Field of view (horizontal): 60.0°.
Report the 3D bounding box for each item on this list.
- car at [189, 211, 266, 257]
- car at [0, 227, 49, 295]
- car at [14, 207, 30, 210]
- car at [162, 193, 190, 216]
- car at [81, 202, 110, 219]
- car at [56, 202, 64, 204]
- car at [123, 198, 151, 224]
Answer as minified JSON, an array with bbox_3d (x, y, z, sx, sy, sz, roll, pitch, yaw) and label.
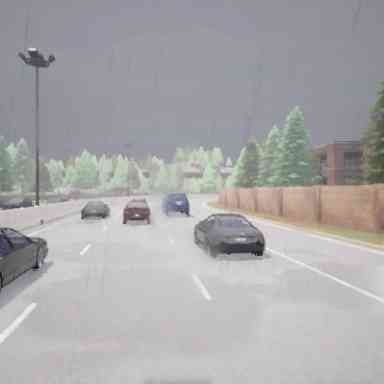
[{"bbox_3d":[1.295,1.534,12.925,1.994,1.385,4.181,0,0,-9],"label":"car"},{"bbox_3d":[-4.998,1.534,7.829,2.033,1.411,5.357,0,0,-9],"label":"car"},{"bbox_3d":[-20.400,1.409,39.092,1.882,1.535,5.008,0,0,-6],"label":"car"},{"bbox_3d":[-1.570,1.153,31.332,2.150,2.045,5.566,0,0,-9],"label":"car"},{"bbox_3d":[-8.215,1.507,28.582,1.994,1.385,4.181,0,0,-9],"label":"car"},{"bbox_3d":[-17.224,1.414,42.354,2.128,1.511,4.902,0,0,-5],"label":"car"},{"bbox_3d":[-4.085,1.426,24.786,1.882,1.535,5.008,0,0,-9],"label":"car"}]
